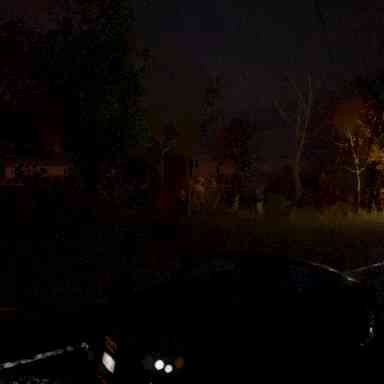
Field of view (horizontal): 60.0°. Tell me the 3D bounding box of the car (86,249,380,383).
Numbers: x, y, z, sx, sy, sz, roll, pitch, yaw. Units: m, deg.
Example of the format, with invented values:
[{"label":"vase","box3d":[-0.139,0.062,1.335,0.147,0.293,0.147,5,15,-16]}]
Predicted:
[{"label":"car","box3d":[0.754,1.564,4.591,4.181,1.385,1.994,0,0,-36]}]
